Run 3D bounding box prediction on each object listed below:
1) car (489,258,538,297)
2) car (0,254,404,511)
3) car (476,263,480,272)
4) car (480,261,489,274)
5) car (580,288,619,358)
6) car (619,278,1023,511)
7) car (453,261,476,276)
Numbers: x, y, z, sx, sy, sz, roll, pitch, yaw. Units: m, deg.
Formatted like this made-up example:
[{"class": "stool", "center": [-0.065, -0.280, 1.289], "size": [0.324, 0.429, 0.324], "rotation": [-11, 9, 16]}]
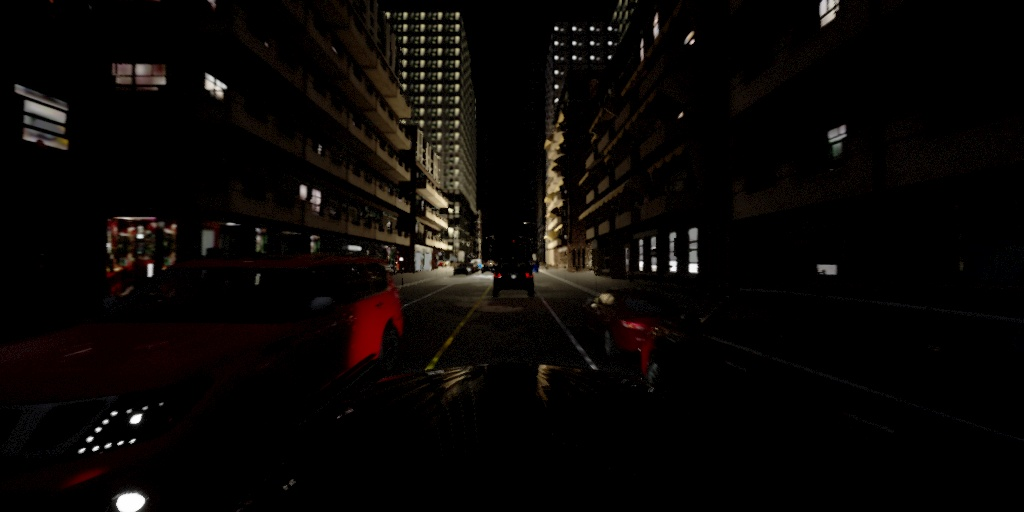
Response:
[{"class": "car", "center": [0.082, 1.103, 20.264], "size": [2.150, 2.045, 5.566], "rotation": [0, 0, 0]}, {"class": "car", "center": [-3.102, 0.990, 4.577], "size": [2.150, 2.045, 5.566], "rotation": [0, 0, 0]}, {"class": "car", "center": [-5.689, 1.639, 46.962], "size": [1.802, 1.307, 4.207], "rotation": [0, 0, 0]}, {"class": "car", "center": [-3.033, 1.682, 47.392], "size": [1.895, 1.301, 4.718], "rotation": [0, 0, 0]}, {"class": "car", "center": [2.687, 1.378, 8.239], "size": [1.802, 1.307, 4.207], "rotation": [0, 0, 0]}, {"class": "car", "center": [2.691, 1.072, 2.699], "size": [2.192, 1.841, 5.009], "rotation": [0, 0, 0]}, {"class": "car", "center": [-5.686, 1.570, 41.421], "size": [2.007, 1.370, 4.403], "rotation": [0, 0, 0]}]
